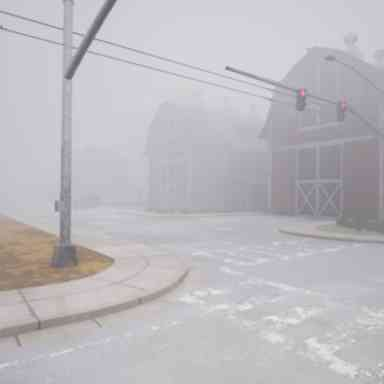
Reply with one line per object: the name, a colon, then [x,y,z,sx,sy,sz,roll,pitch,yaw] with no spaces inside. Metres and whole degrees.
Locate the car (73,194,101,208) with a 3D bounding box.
car: [-15.538,1.319,49.386,3.866,1.878,1.905,-1,5,11]
